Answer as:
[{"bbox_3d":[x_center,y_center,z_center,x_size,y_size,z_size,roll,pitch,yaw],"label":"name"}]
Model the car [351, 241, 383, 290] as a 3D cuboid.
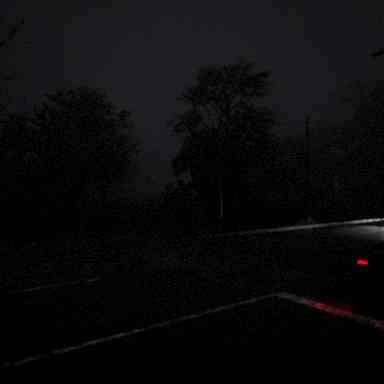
[{"bbox_3d":[5.987,1.563,8.018,5.357,1.411,2.033,0,0,-35],"label":"car"}]
